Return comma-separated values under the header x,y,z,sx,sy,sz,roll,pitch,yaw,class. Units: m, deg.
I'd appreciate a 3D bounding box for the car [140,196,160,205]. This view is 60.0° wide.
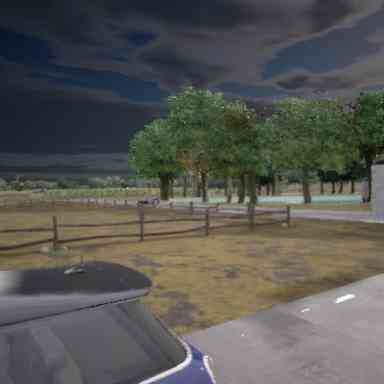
x,y,z,sx,sy,sz,roll,pitch,yaw,class
-7.393,1.526,58.066,2.128,1.511,4.902,-3,2,-35,car

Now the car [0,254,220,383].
x,y,z,sx,sy,sz,roll,pitch,yaw,class
-1.972,1.358,1.655,4.553,1.767,2.097,-1,0,-35,car
